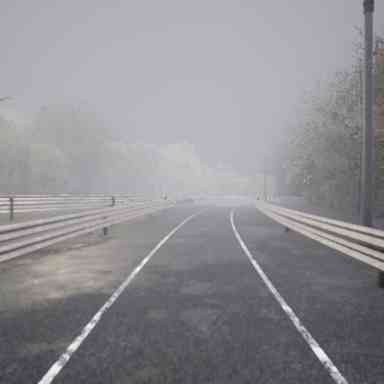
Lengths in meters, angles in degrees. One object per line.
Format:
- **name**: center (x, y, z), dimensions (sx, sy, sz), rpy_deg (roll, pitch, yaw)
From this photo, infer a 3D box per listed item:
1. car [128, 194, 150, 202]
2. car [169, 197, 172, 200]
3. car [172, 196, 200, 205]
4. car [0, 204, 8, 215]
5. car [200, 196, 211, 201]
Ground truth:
- **car**: center (-8.973, 1.134, 57.071), dimensions (2.097, 1.767, 4.553), rpy_deg (0, -1, 22)
- **car**: center (-2.693, 1.437, 63.179), dimensions (2.033, 1.411, 5.357), rpy_deg (0, -1, 22)
- **car**: center (-0.956, 1.391, 58.103), dimensions (2.128, 1.511, 4.902), rpy_deg (2, 0, 22)
- **car**: center (-15.415, 1.028, 23.295), dimensions (1.895, 1.301, 4.718), rpy_deg (0, -1, 23)
- **car**: center (3.398, 1.657, 87.328), dimensions (1.882, 1.535, 5.008), rpy_deg (0, -1, 22)
